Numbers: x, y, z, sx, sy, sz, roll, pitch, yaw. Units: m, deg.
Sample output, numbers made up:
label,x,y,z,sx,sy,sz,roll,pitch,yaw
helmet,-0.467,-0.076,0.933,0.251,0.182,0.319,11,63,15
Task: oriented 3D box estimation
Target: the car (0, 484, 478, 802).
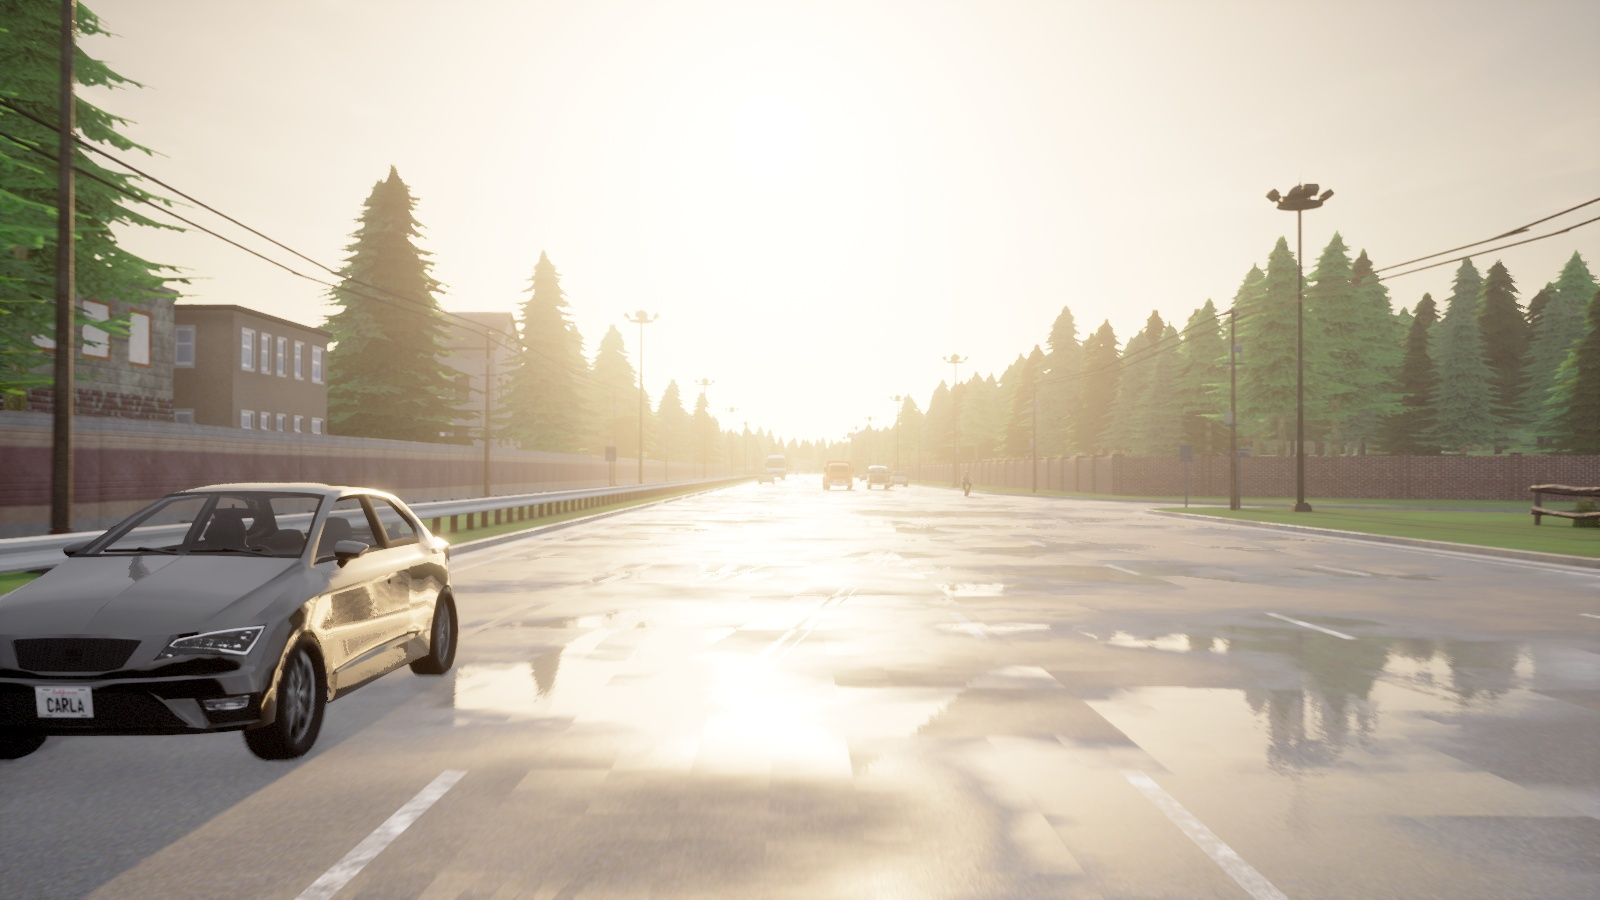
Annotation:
label,x,y,z,sx,sy,sz,roll,pitch,yaw
car,-3.520,0.978,8.097,1.816,1.474,4.193,0,-1,0
